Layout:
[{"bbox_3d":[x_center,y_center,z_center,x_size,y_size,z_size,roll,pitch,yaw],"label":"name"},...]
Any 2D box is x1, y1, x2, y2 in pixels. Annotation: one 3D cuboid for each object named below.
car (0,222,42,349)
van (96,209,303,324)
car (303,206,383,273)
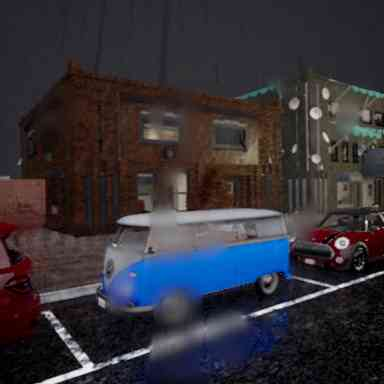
[{"bbox_3d":[-4.300,1.344,3.498,5.009,1.841,2.192,-1,0,-36],"label":"car"},{"bbox_3d":[0.214,1.274,6.722,3.998,1.788,1.690,-1,0,-36],"label":"van"},{"bbox_3d":[4.731,1.276,9.946,4.097,1.590,1.967,-1,0,-36],"label":"car"}]
